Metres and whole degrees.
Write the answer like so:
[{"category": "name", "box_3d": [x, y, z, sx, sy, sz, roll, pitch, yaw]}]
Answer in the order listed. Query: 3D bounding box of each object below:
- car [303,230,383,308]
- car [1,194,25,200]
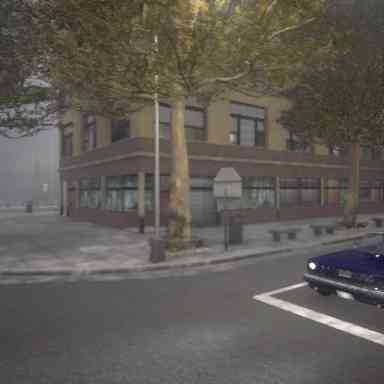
[{"category": "car", "box_3d": [4.577, 1.542, 7.287, 4.718, 1.301, 1.895, -1, 0, -35]}, {"category": "car", "box_3d": [-37.929, 1.244, 70.693, 4.674, 1.452, 2.002, -1, 0, -36]}]
